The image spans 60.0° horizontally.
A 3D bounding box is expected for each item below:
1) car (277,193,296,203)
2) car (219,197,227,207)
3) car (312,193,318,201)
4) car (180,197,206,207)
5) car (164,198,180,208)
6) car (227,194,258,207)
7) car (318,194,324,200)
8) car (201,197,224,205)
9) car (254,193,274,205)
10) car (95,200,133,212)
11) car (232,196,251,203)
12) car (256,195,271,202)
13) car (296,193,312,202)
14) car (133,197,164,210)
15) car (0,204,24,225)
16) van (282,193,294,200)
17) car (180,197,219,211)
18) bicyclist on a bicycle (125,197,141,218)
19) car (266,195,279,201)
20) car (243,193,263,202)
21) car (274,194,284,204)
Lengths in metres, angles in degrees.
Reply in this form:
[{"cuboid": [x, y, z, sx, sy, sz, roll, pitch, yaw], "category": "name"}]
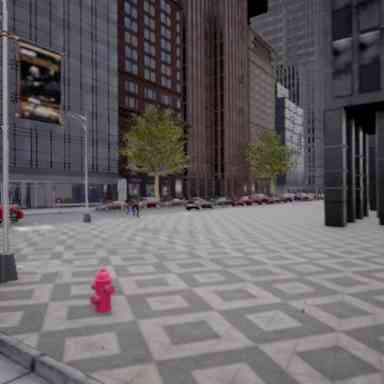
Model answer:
[{"cuboid": [16.931, 1.161, 61.711, 2.192, 1.841, 5.009, -1, 0, 35], "category": "car"}, {"cuboid": [4.467, 1.430, 48.271, 1.812, 1.442, 4.674, -1, 0, 36], "category": "car"}, {"cuboid": [26.640, 1.347, 75.771, 1.752, 1.417, 4.829, -1, 0, 35], "category": "car"}, {"cuboid": [0.214, 1.488, 52.497, 1.752, 1.417, 4.829, -1, 0, 35], "category": "car"}, {"cuboid": [-2.893, 1.556, 47.996, 1.802, 1.307, 4.206, -1, 0, 35], "category": "car"}, {"cuboid": [7.322, 1.419, 47.789, 1.887, 1.381, 4.507, -1, 0, 35], "category": "car"}, {"cuboid": [32.950, 1.404, 84.912, 1.802, 1.307, 4.206, -1, 0, 35], "category": "car"}, {"cuboid": [3.515, 1.518, 57.279, 1.947, 1.339, 4.313, -1, 0, 35], "category": "car"}, {"cuboid": [10.525, 1.179, 52.431, 2.192, 1.841, 5.009, -1, 0, 35], "category": "car"}, {"cuboid": [-9.300, 1.585, 38.714, 1.802, 1.307, 4.206, 0, 0, 35], "category": "car"}, {"cuboid": [9.922, 1.478, 66.561, 1.887, 1.381, 4.507, -1, 0, 35], "category": "car"}, {"cuboid": [16.331, 1.482, 75.843, 1.947, 1.339, 4.313, -1, 0, 35], "category": "car"}, {"cuboid": [23.339, 1.144, 70.993, 2.192, 1.841, 5.009, -1, 0, 35], "category": "car"}, {"cuboid": [-6.098, 1.427, 43.355, 1.967, 1.590, 4.097, 0, 0, 35], "category": "car"}, {"cuboid": [-14.204, 1.221, 21.954, 2.150, 2.045, 5.566, -1, -1, 37], "category": "car"}, {"cuboid": [25.940, 1.250, 89.767, 1.690, 1.788, 3.998, -1, 0, 35], "category": "van"}, {"cuboid": [0.916, 1.466, 38.508, 1.947, 1.339, 4.313, -1, 0, 35], "category": "car"}, {"cuboid": [-4.534, 1.211, 25.401, 1.656, 1.620, 0.582, -1, 0, 35], "category": "bicyclist on a bicycle"}, {"cuboid": [19.534, 1.491, 80.483, 1.802, 1.307, 4.206, -1, 0, 35], "category": "car"}, {"cuboid": [13.125, 1.240, 71.202, 2.192, 1.841, 5.009, -1, 0, 35], "category": "car"}, {"cuboid": [13.729, 1.421, 57.070, 1.947, 1.339, 4.313, -1, 0, 35], "category": "car"}]
